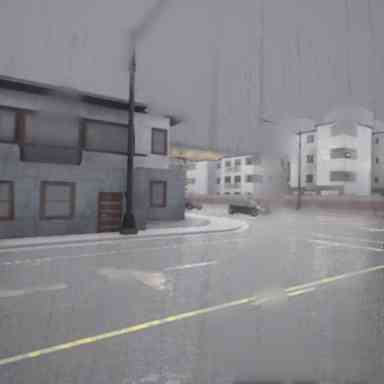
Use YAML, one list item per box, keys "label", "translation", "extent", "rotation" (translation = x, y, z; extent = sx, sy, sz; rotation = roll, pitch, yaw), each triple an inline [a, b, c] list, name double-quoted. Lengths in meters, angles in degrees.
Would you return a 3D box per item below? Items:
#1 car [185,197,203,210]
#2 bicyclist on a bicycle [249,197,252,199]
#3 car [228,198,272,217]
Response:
- label: "car"
  translation: [-0.800, 1.387, 40.319]
  extent: [4.674, 1.442, 1.812]
  rotation: [2, 0, 41]
- label: "bicyclist on a bicycle"
  translation: [8.235, 1.490, 47.261]
  extent: [0.582, 1.620, 1.656]
  rotation: [2, 0, 44]
- label: "car"
  translation: [5.759, 1.463, 32.988]
  extent: [2.097, 1.767, 4.553]
  rotation: [2, 0, -38]
